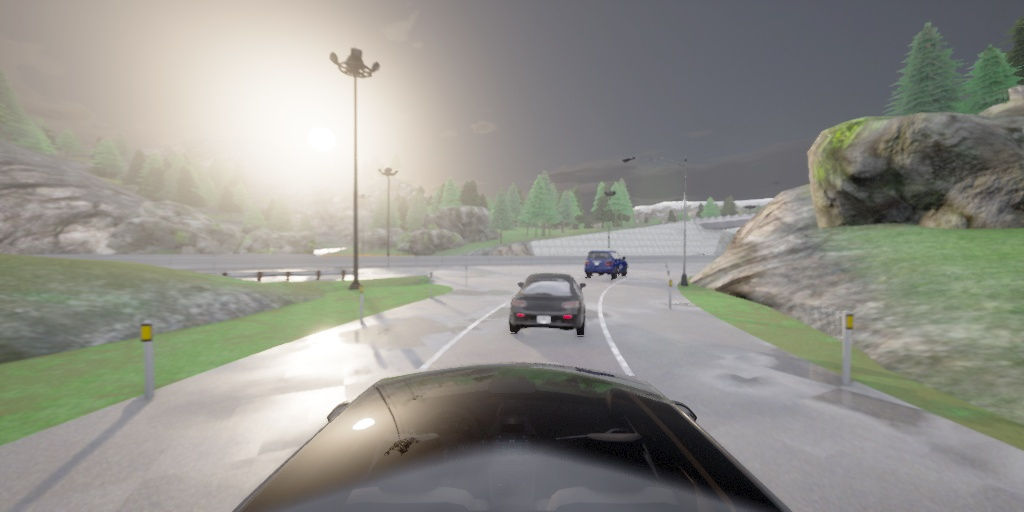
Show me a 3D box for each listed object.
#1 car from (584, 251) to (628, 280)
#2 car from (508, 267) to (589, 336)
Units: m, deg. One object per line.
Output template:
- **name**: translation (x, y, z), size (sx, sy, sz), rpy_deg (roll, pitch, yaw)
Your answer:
- **car**: translation (7.172, 0.606, 27.048), size (2.150, 2.045, 5.566), rpy_deg (1, 1, 29)
- **car**: translation (1.074, 1.176, 10.035), size (1.812, 1.442, 4.674), rpy_deg (0, 1, 10)
